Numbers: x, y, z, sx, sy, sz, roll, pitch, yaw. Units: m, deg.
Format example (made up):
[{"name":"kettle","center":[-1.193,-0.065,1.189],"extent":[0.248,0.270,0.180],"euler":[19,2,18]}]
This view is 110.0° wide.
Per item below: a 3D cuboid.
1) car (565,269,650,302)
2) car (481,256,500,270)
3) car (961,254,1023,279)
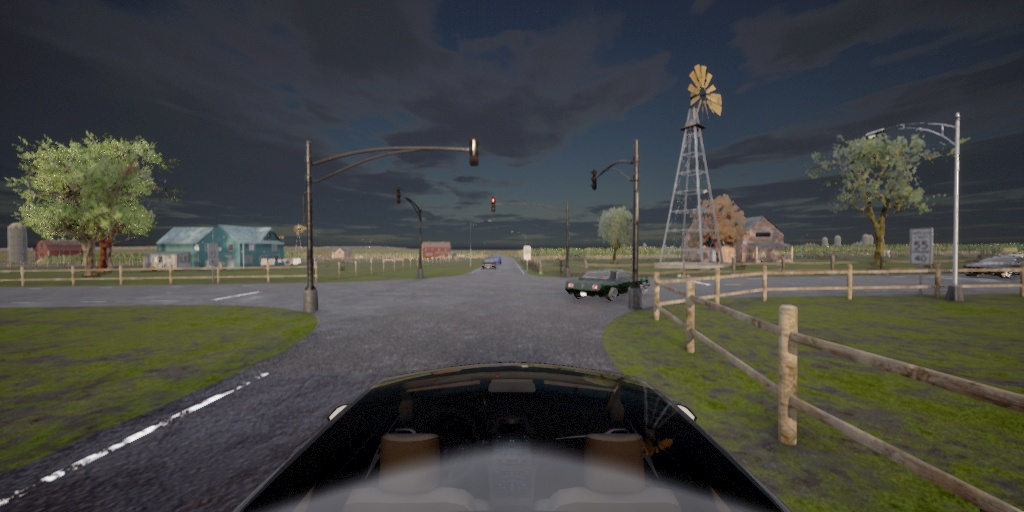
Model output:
[{"name":"car","center":[4.611,1.267,16.691],"extent":[4.718,1.301,1.895],"euler":[-2,1,-45]},{"name":"car","center":[-3.076,1.060,48.453],"extent":[2.033,1.411,5.357],"euler":[0,0,0]},{"name":"car","center":[32.072,0.659,23.072],"extent":[4.892,1.490,1.837],"euler":[-1,1,0]}]
